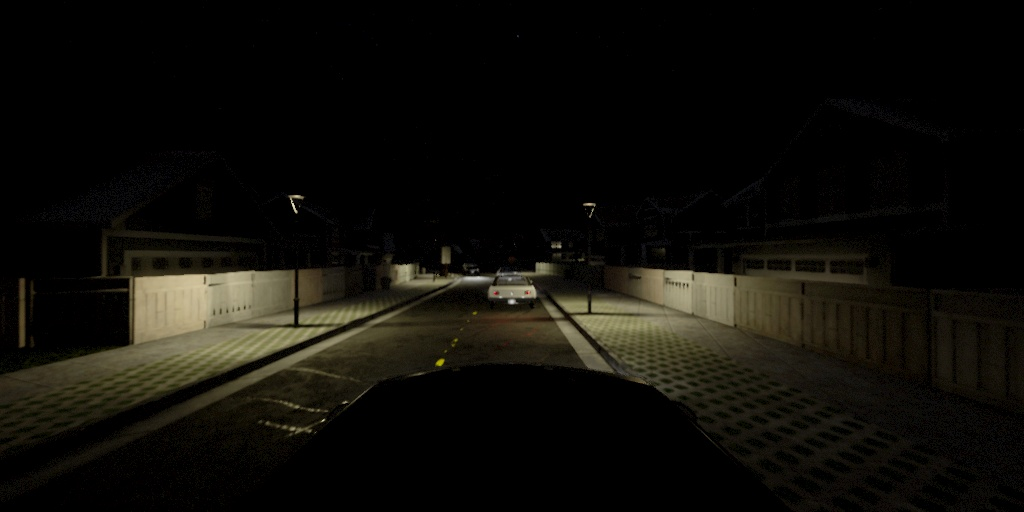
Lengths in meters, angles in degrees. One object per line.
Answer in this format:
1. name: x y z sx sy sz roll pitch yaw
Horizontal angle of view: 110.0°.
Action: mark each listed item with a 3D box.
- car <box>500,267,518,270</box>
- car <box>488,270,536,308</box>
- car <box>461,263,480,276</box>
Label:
1. car: -0.350 1.595 31.060 1.895 1.301 4.718 0 0 -5
2. car: -0.002 1.476 15.954 1.895 1.301 4.718 0 0 0
3. car: -4.982 1.573 42.843 2.128 1.511 4.902 0 0 -12
